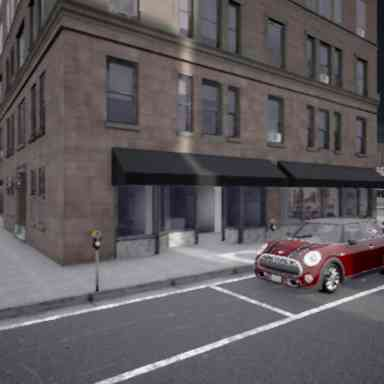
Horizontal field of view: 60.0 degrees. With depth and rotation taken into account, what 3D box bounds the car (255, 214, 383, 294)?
[{"bbox_3d":[3.538,1.435,8.715,4.097,1.590,1.967,0,0,-35],"label":"car"}]
